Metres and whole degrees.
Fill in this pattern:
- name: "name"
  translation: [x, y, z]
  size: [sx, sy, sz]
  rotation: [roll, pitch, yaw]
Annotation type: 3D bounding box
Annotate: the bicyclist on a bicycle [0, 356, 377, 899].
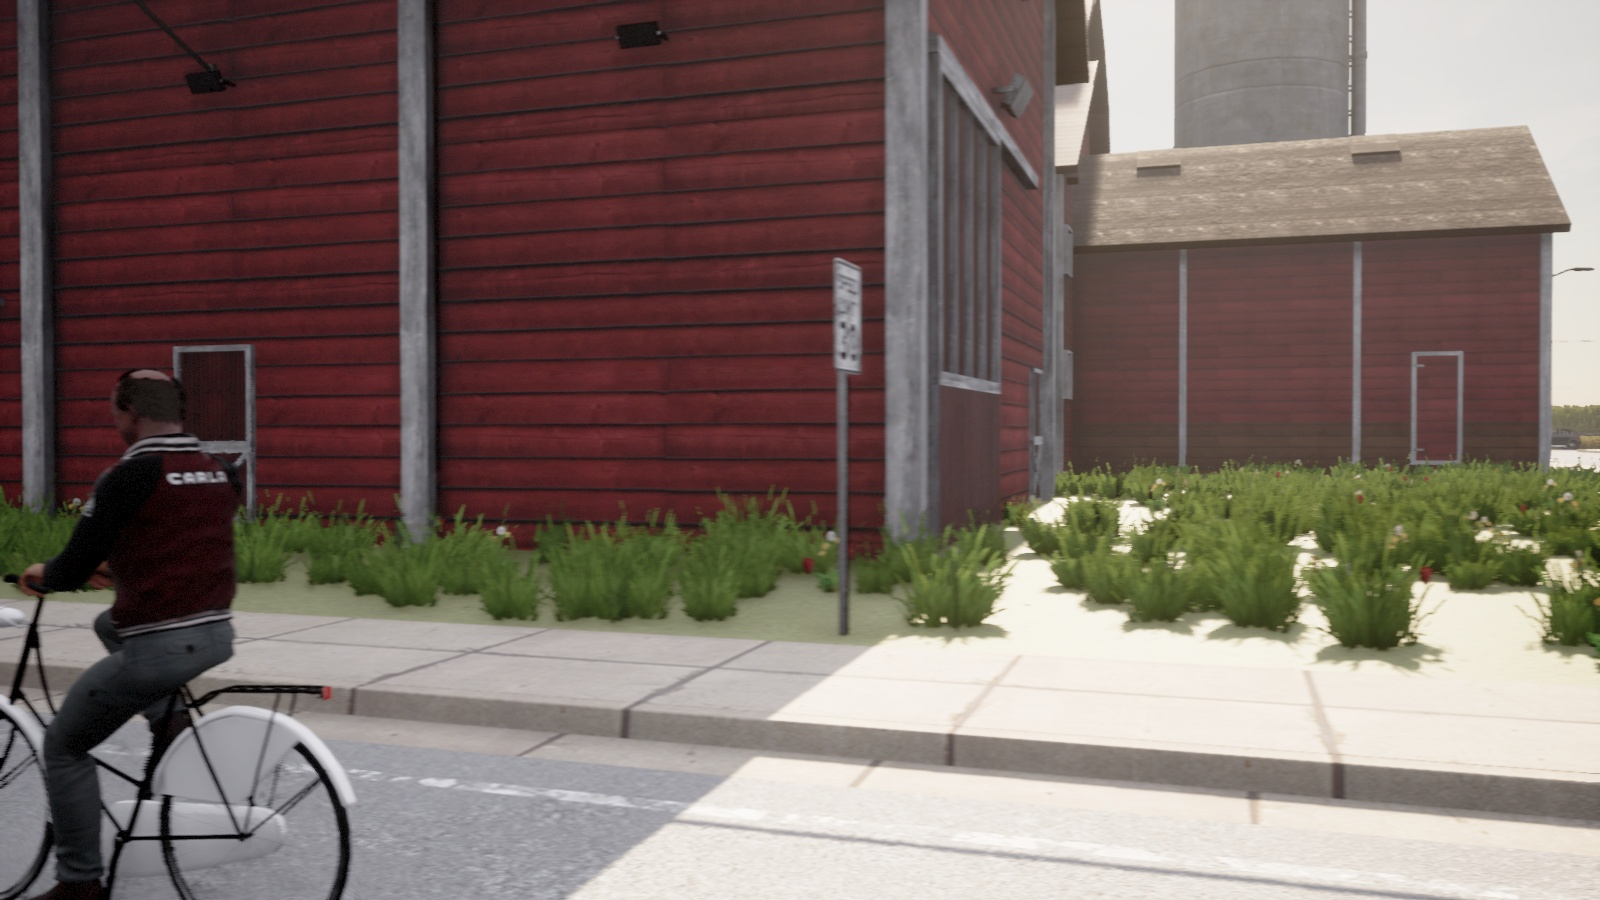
- name: "bicyclist on a bicycle"
  translation: [-2.329, 0.618, 3.980]
  size: [1.843, 1.776, 0.659]
  rotation: [1, 1, 18]
